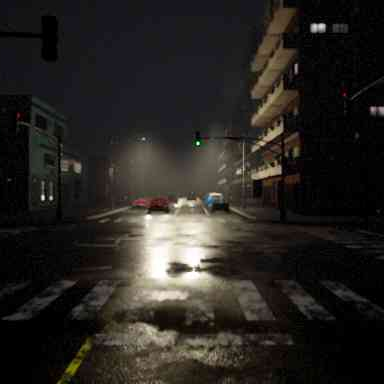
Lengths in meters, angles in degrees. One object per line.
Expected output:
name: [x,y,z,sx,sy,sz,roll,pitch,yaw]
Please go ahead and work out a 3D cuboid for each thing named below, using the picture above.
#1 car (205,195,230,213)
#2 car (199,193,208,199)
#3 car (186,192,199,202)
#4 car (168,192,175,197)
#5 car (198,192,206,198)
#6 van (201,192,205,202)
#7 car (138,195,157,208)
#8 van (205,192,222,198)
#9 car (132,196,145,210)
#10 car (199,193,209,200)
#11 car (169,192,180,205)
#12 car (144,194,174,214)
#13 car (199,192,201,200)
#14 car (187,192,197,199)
car: [2.675,1.301,32.446,2.008,1.369,4.403,1,0,0]
car: [2.637,0.939,77.090,1.947,1.339,4.313,1,1,0]
car: [-0.052,1.054,61.927,2.033,1.411,5.357,0,0,0]
car: [-5.757,0.787,93.783,1.947,1.339,4.313,1,1,0]
car: [2.629,0.816,88.251,1.887,1.381,4.507,1,1,0]
van: [2.664,0.955,49.186,1.690,1.788,3.998,1,0,0]
car: [-5.715,1.205,43.563,1.887,1.381,4.507,1,0,0]
van: [2.673,1.046,38.023,1.690,1.788,3.998,1,0,0]
car: [-5.711,1.288,37.983,1.802,1.307,4.206,1,0,0]
car: [2.642,0.989,71.509,1.947,1.339,4.313,1,1,0]
car: [-3.091,1.106,50.912,1.837,1.490,4.892,0,0,1]
car: [-3.116,1.228,32.494,1.882,1.535,5.008,0,1,0]
car: [2.651,1.044,60.517,1.752,1.417,4.829,1,0,0]
car: [-0.062,0.788,72.350,2.033,1.411,5.357,0,1,0]
